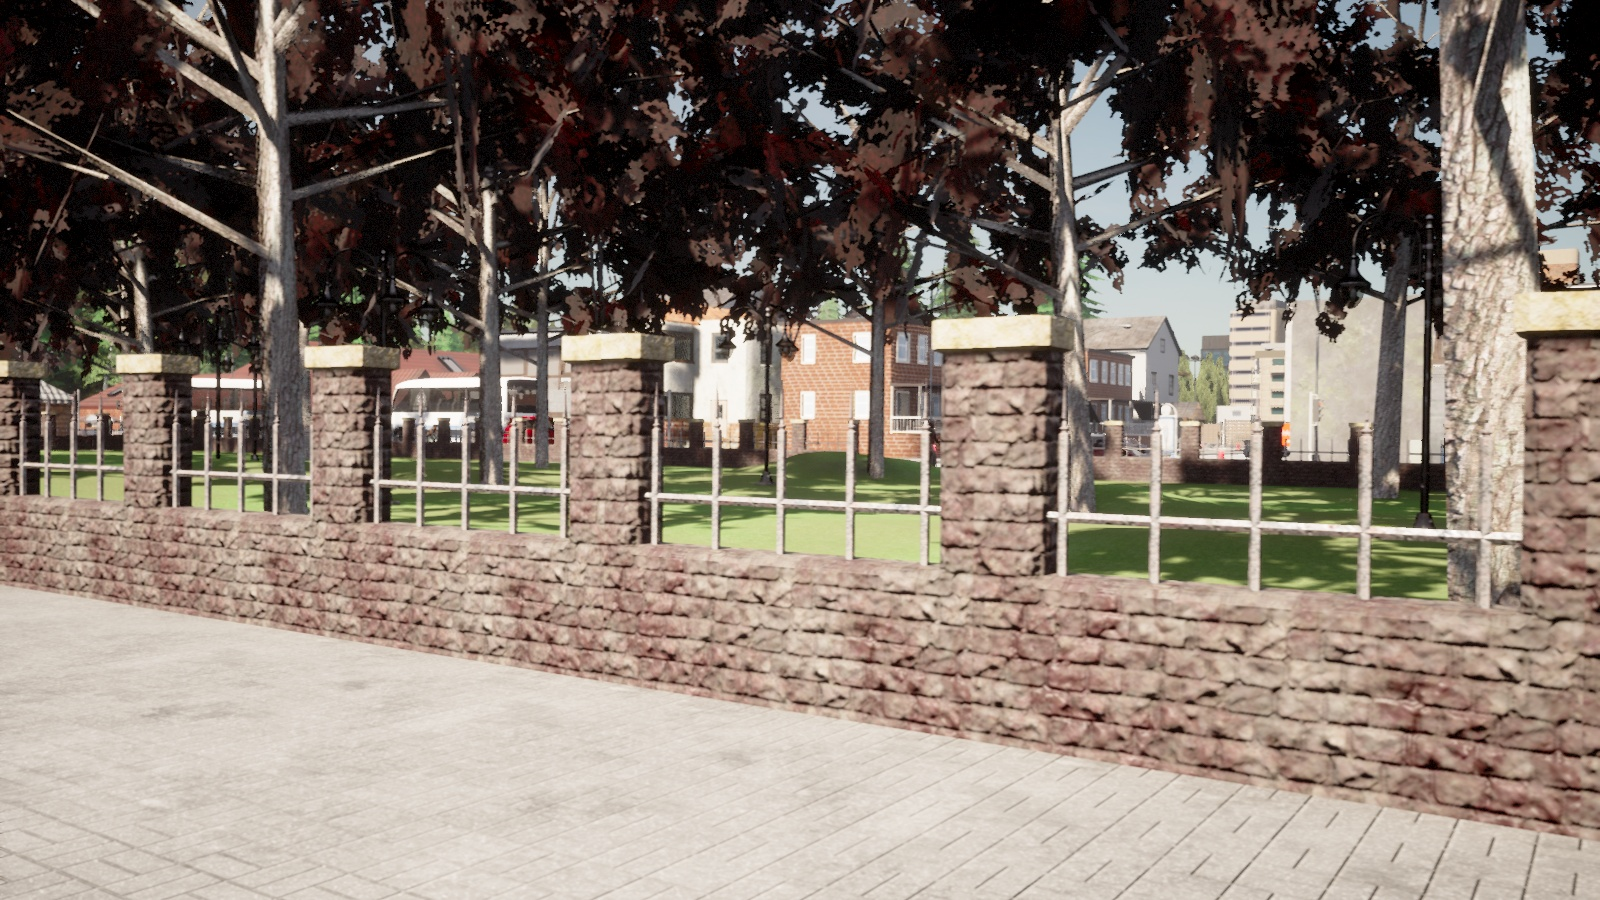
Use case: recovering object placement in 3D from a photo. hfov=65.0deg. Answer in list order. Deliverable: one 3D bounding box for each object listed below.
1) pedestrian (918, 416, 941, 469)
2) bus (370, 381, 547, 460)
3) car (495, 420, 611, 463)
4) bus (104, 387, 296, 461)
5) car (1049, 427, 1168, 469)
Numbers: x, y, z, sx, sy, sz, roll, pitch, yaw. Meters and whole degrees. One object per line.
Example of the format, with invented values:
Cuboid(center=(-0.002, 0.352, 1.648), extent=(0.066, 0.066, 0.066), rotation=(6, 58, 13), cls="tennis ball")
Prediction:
Cuboid(center=(4.577, -0.269, 44.338), extent=(0.720, 1.854, 0.376), rotation=(0, 1, 33), cls="pedestrian")
Cuboid(center=(-19.571, -1.618, 71.644), extent=(10.273, 4.253, 3.944), rotation=(0, 1, 34), cls="bus")
Cuboid(center=(-12.175, -0.420, 61.805), extent=(5.566, 2.045, 2.150), rotation=(0, 1, 30), cls="car")
Cuboid(center=(-36.445, -1.583, 76.483), extent=(10.273, 4.253, 3.944), rotation=(-1, 1, -28), cls="bus")
Cuboid(center=(11.377, -0.089, 46.420), extent=(3.806, 1.475, 1.970), rotation=(0, 1, 43), cls="car")
